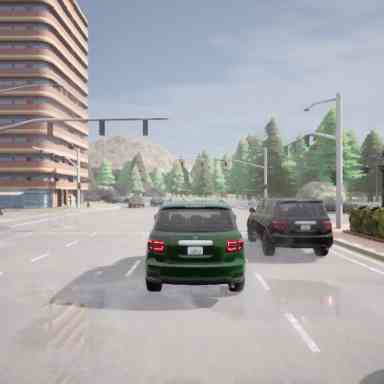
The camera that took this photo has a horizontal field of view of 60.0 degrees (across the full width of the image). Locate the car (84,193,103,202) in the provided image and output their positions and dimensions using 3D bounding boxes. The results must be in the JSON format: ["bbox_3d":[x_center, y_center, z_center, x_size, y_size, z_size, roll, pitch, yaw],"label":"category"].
[{"bbox_3d":[-22.742,1.551,74.510,4.181,1.385,1.994,0,0,31],"label":"car"}]

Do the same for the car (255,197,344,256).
[{"bbox_3d":[3.614,1.221,13.212,2.150,2.045,5.566,0,0,0],"label":"car"}]

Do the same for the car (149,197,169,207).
[{"bbox_3d":[-5.307,1.547,52.079,2.033,1.411,5.357,0,0,-18],"label":"car"}]

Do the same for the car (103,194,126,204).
[{"bbox_3d":[-14.303,1.506,62.119,1.837,1.490,4.892,0,-1,-38],"label":"car"}]

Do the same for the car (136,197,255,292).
[{"bbox_3d":[0.087,1.221,9.077,2.150,2.045,5.566,0,0,0],"label":"car"}]

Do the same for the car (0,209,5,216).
[{"bbox_3d":[-19.399,1.602,28.935,5.357,1.411,2.033,0,0,1],"label":"car"}]

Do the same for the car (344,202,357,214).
[{"bbox_3d":[14.956,1.602,35.793,5.357,1.411,2.033,0,0,4],"label":"car"}]

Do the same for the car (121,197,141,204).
[{"bbox_3d":[-11.867,1.600,64.960,1.895,1.301,4.718,0,0,-37],"label":"car"}]

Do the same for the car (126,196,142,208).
[{"bbox_3d":[-7.922,1.353,47.260,2.097,1.767,4.553,0,0,-13],"label":"car"}]
